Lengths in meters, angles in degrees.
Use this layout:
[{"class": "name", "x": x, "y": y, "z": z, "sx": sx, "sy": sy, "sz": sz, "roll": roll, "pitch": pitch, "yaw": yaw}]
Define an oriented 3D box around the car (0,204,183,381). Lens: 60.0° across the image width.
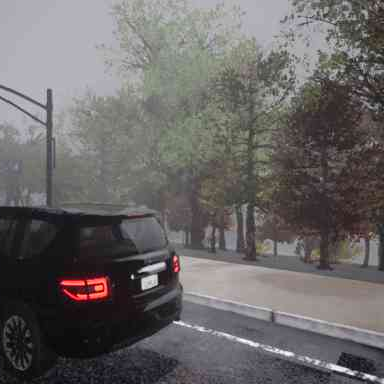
[{"class": "car", "x": -2.756, "y": 1.221, "z": 5.680, "sx": 5.566, "sy": 2.045, "sz": 2.150, "roll": 0, "pitch": 0, "yaw": 34}]
